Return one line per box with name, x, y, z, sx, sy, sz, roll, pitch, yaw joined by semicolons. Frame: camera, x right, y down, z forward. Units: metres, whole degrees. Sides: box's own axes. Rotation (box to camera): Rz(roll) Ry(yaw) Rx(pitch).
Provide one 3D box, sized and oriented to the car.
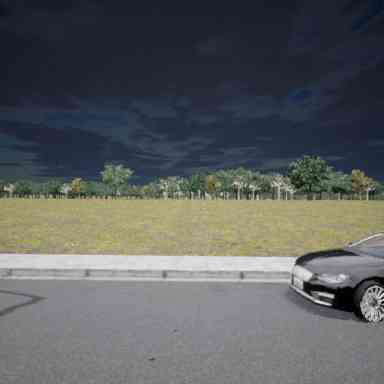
car;4.525;1.557;6.840;4.902;1.511;2.128;1;0;-7
